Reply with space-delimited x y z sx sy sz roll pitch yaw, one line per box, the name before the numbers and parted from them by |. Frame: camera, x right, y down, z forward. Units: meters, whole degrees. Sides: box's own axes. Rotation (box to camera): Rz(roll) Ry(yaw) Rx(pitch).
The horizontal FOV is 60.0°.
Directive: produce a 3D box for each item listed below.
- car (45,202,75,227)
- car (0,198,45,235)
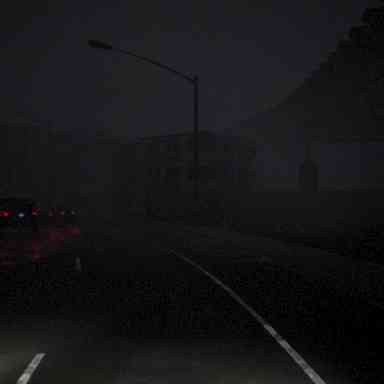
car | -10.543 1.530 24.669 2.097 1.767 4.553 0 0 -45
car | -11.043 1.367 20.258 2.150 2.045 5.566 1 -1 -39
